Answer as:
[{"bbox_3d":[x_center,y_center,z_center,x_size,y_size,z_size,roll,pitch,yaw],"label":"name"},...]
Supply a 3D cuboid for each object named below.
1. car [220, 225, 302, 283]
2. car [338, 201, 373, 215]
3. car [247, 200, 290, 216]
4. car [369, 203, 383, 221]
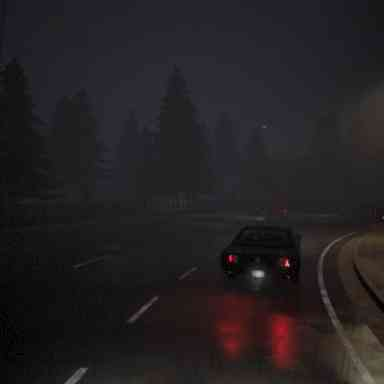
[{"bbox_3d":[2.272,1.640,9.897,1.895,1.301,4.718,0,0,19],"label":"car"},{"bbox_3d":[17.876,1.667,35.590,4.902,1.511,2.128,0,0,-22],"label":"car"},{"bbox_3d":[7.861,1.610,33.943,5.008,1.535,1.882,0,0,-34],"label":"car"},{"bbox_3d":[17.144,1.749,27.441,4.718,1.301,1.895,0,0,-30],"label":"car"}]
